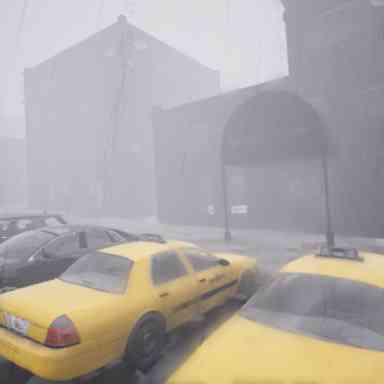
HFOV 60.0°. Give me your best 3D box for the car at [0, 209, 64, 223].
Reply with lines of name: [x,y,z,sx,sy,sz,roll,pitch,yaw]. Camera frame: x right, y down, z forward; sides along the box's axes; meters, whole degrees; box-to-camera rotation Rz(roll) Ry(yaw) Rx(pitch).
car: [-5.392,1.422,9.202,2.185,1.767,4.553,0,0,35]

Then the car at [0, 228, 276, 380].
car: [-0.519,1.503,5.915,1.946,1.575,5.366,0,0,36]

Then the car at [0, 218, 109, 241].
car: [-3.116,1.529,7.548,2.231,1.521,4.892,0,0,35]
